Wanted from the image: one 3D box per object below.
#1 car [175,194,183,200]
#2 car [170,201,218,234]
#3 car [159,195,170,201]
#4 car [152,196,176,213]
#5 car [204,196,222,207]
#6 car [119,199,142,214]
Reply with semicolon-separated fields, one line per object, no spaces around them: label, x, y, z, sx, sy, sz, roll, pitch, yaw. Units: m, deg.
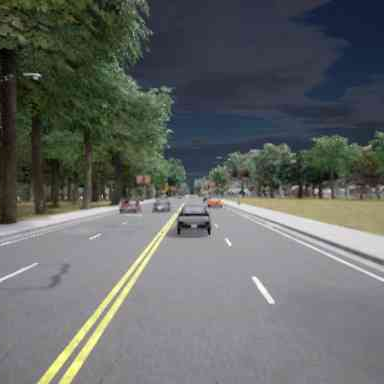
car;-3.223;1.311;78.717;1.837;1.490;4.892;0;0;0
car;0.106;1.491;19.076;2.128;1.511;4.902;0;0;0
car;-6.473;1.366;78.302;2.128;1.511;4.902;0;0;0
car;-3.329;1.503;37.276;2.128;1.511;4.902;0;0;0
car;3.368;1.376;50.658;2.097;1.767;4.553;0;0;0
car;-6.577;1.535;35.855;1.812;1.442;4.674;0;0;0
